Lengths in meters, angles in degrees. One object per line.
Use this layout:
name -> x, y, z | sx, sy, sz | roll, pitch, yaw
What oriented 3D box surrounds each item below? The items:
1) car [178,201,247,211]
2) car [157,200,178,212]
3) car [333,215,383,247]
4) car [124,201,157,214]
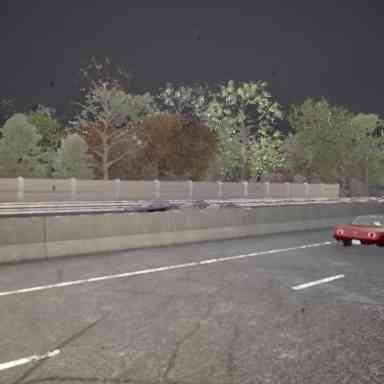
car -> 1.777, 1.485, 22.447 | 4.892, 1.490, 1.837 | 0, 0, -35
car -> 0.071, 1.485, 25.529 | 4.892, 1.490, 1.837 | 0, 0, -35
car -> 7.942, 1.581, 13.702 | 4.718, 1.301, 1.895 | 0, 0, -36
car -> -3.171, 1.459, 27.518 | 5.008, 1.535, 1.882 | 0, 0, -35
